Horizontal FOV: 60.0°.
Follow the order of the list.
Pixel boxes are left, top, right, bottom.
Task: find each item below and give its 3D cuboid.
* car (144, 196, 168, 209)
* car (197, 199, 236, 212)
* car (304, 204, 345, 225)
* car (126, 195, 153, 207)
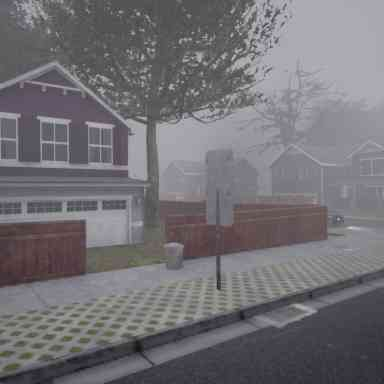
[{"bbox_3d":[-4.183,1.362,39.188,1.882,1.535,5.008,-1,1,-36],"label":"car"},{"bbox_3d":[1.948,1.423,30.794,1.837,1.490,4.892,-1,1,-37],"label":"car"},{"bbox_3d":[8.024,1.523,22.493,1.994,1.385,4.181,-1,1,-36],"label":"car"},{"bbox_3d":[-7.834,1.307,49.061,1.882,1.535,5.008,-1,1,-36],"label":"car"}]
